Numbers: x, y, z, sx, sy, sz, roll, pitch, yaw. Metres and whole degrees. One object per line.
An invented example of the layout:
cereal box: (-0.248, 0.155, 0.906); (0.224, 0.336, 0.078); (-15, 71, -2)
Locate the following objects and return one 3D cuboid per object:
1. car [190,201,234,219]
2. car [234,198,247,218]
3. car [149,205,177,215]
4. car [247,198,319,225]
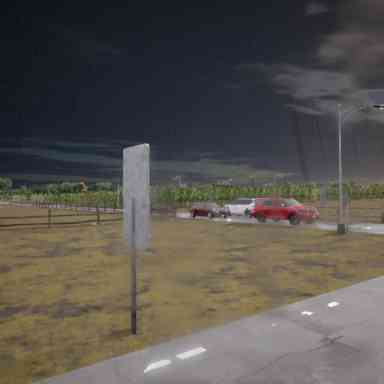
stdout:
car: (1.773, 1.833, 34.862); (2.097, 1.767, 4.553); (0, -1, -36)
car: (5.453, 1.656, 34.797); (2.150, 2.045, 5.566); (0, -1, -36)
car: (-3.818, 2.268, 42.617); (1.895, 1.301, 4.718); (0, -1, -36)
car: (7.446, 1.516, 26.990); (2.150, 2.045, 5.566); (0, -1, -36)
